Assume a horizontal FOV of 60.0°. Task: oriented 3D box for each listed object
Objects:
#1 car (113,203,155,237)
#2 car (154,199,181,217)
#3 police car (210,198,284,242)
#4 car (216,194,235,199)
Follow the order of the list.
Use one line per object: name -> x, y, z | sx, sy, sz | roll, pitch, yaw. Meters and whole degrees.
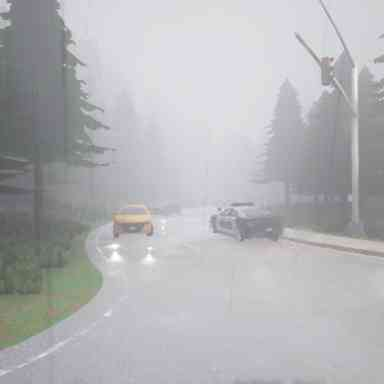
car -> -3.184, 1.442, 18.112 | 1.882, 1.535, 5.008 | -1, 0, -9
car -> -2.524, 1.386, 30.533 | 1.882, 1.535, 5.008 | 0, 0, 18
police car -> 2.386, 1.349, 16.119 | 1.930, 1.638, 5.238 | -2, 1, -18
car -> 4.495, 1.135, 45.712 | 2.097, 1.767, 4.553 | 0, 0, 33
